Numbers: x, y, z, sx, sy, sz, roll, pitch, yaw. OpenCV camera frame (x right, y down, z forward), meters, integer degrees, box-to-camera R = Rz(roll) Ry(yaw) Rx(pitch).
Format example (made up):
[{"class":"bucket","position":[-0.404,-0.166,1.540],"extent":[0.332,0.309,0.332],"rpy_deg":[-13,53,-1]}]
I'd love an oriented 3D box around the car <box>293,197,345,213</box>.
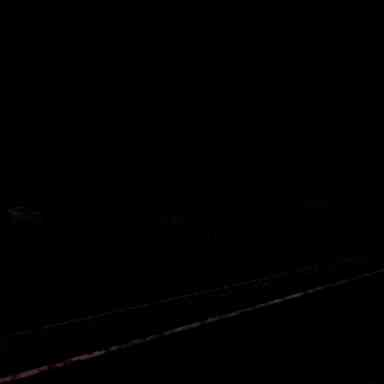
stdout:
[{"class":"car","position":[13.321,1.353,35.989],"extent":[2.097,1.535,5.008],"rpy_deg":[0,0,-35]}]

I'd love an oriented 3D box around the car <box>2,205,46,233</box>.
[{"class":"car","position":[-9.888,1.482,19.475],"extent":[2.002,1.452,4.674],"rpy_deg":[0,0,-35]}]

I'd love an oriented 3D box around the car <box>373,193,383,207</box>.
[{"class":"car","position":[24.677,1.257,44.047],"extent":[2.185,1.767,4.553],"rpy_deg":[0,0,-36]}]

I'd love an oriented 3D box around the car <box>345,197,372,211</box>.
[{"class":"car","position":[17.851,1.354,39.227],"extent":[2.097,1.535,5.008],"rpy_deg":[0,0,-35]}]

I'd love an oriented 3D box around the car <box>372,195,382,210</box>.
[{"class":"car","position":[20.123,1.401,40.842],"extent":[2.002,1.452,4.674],"rpy_deg":[0,0,-35]}]
